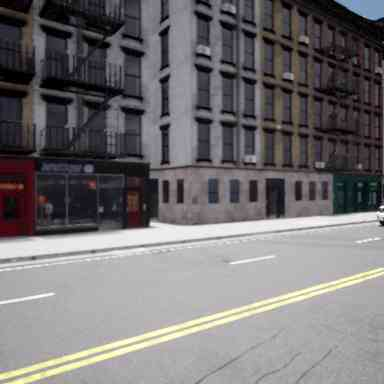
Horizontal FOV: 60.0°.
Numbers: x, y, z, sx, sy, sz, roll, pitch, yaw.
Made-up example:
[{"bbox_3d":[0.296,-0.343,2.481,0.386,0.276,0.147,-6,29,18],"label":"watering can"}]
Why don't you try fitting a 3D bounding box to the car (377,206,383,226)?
[{"bbox_3d":[14.438,1.160,21.877,5.566,2.045,2.150,0,0,-35],"label":"car"}]
